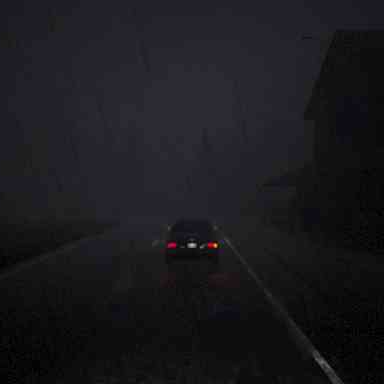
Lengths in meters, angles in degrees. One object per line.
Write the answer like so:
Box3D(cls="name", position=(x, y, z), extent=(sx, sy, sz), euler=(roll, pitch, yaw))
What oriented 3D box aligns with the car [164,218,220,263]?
Box3D(cls="car", position=(0.009, 1.678, 12.507), extent=(2.033, 1.411, 5.357), euler=(0, -1, 0))
